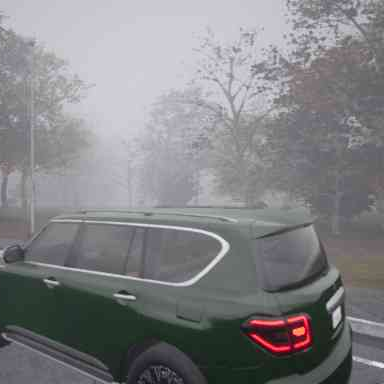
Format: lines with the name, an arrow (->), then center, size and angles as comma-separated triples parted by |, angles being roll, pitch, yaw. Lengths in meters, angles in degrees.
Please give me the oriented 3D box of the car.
car -> -0.903, 1.216, 4.525 | 5.566, 2.045, 2.150 | 0, 0, 34
